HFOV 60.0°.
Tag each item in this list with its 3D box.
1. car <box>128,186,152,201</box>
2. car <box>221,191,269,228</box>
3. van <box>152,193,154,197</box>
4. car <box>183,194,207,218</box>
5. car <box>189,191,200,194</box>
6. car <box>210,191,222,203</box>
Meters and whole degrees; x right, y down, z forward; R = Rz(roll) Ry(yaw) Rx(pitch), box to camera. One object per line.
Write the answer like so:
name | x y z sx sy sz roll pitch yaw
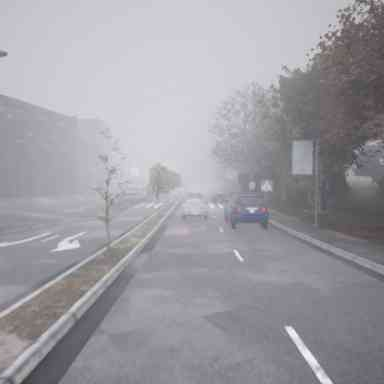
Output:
car | -7.878 0.204 49.072 2.435 2.045 5.566 0 2 1
car | 3.363 1.087 21.241 2.150 2.045 5.566 0 2 0
van | -7.818 0.053 54.528 1.878 1.987 4.442 0 2 1
car | 0.233 1.228 26.304 1.812 1.442 4.674 0 2 0
car | 0.334 0.648 43.697 2.128 1.511 4.902 0 2 0
car | 3.495 0.637 44.602 1.837 1.490 4.892 0 2 0
